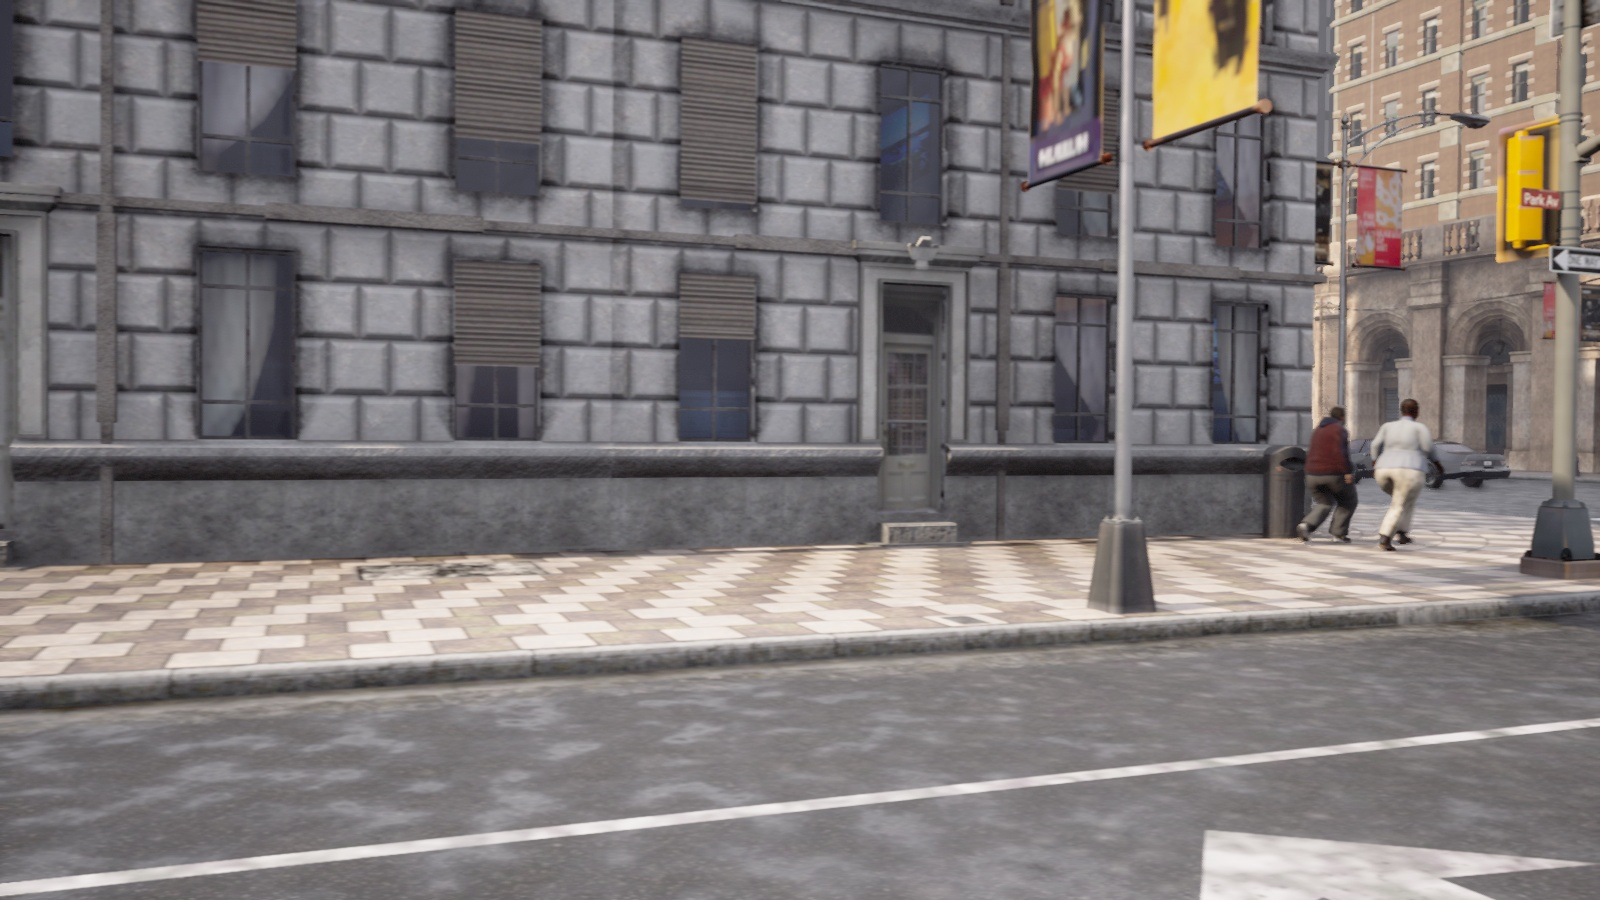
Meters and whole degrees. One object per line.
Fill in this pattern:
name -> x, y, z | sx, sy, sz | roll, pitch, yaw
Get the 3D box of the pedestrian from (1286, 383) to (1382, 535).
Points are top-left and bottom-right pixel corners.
pedestrian -> 6.659, 0.103, 15.668 | 0.899, 1.844, 0.634 | -1, 1, -19

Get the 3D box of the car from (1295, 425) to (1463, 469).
car -> 19.839, -0.142, 43.332 | 2.033, 1.411, 5.357 | -1, 1, -21

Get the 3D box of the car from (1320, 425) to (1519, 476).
car -> 18.336, -0.024, 37.493 | 2.033, 1.411, 5.357 | -1, 1, -21

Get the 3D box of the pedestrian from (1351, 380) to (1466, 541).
pedestrian -> 7.267, 0.106, 15.018 | 0.900, 1.855, 0.874 | -1, 1, -29
